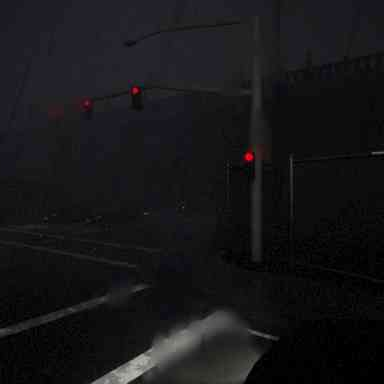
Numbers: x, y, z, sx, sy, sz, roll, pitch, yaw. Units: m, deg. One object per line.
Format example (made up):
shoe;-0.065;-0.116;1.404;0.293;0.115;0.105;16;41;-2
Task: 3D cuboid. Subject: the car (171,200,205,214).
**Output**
car;-0.306;1.581;36.199;1.812;1.442;4.674;0;0;35

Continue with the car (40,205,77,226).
car;-8.803;1.620;24.280;1.994;1.385;4.181;0;0;35

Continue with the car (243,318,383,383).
car;2.940;1.547;1.869;5.357;1.411;2.033;0;0;36

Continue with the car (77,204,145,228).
car;-5.300;1.581;23.165;1.812;1.442;4.674;0;0;35
